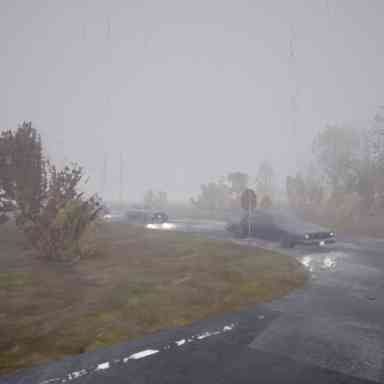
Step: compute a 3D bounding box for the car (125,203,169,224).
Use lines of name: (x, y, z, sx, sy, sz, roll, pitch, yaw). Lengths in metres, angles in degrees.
car: (-3.481, 1.578, 25.355, 1.994, 1.385, 4.181, 0, 0, -36)

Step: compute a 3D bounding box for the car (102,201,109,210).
car: (-10.296, 1.377, 34.892, 2.097, 1.767, 4.553, 0, 0, -35)

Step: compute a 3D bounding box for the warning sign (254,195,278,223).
warning sign: (5.161, 1.142, 23.170, 1.300, 1.860, 1.060, 0, 0, -36)

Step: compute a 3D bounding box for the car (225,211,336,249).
car: (3.608, 1.549, 14.871, 2.033, 1.411, 5.357, 0, 0, -30)
